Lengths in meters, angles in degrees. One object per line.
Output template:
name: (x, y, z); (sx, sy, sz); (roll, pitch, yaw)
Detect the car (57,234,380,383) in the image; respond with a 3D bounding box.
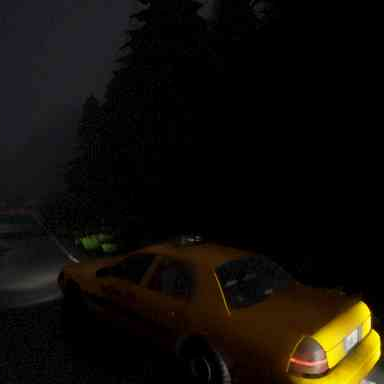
car: (-0.249, 1.417, 5.085); (5.366, 1.575, 1.801); (1, 1, 44)

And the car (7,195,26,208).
car: (-21.114, 1.053, 40.071); (2.128, 1.511, 4.902); (-2, 2, -26)
